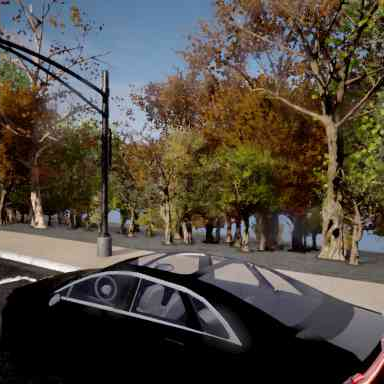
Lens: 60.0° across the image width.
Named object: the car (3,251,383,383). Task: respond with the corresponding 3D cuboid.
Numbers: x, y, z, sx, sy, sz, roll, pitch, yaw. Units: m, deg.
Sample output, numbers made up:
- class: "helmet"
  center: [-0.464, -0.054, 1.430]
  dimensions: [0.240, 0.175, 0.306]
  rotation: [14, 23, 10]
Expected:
- class: "car"
  center: [-0.395, 1.491, 3.974]
  dimensions: [4.902, 1.511, 2.128]
  rotation: [0, 0, 36]
